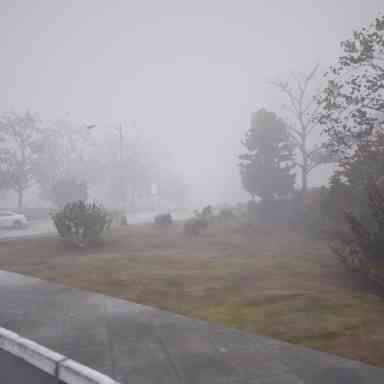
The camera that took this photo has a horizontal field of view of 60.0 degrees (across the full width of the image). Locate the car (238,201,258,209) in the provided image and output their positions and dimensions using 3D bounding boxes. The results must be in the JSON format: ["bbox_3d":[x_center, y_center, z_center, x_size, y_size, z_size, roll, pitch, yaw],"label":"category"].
[{"bbox_3d":[10.446,2.409,62.091,1.837,1.490,4.892,-3,-2,33],"label":"car"}]

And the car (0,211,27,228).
[{"bbox_3d":[-16.039,2.334,27.234,1.812,1.442,4.674,-3,-2,34],"label":"car"}]

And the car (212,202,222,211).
[{"bbox_3d":[5.021,2.318,53.557,1.837,1.490,4.892,-3,-2,32],"label":"car"}]

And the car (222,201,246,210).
[{"bbox_3d":[7.121,2.195,50.317,2.033,1.411,5.357,-3,-2,32],"label":"car"}]

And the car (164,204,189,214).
[{"bbox_3d":[-2.260,2.474,48.847,1.994,1.385,4.181,-3,-2,32],"label":"car"}]

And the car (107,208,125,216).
[{"bbox_3d":[-9.747,2.436,36.958,1.895,1.301,4.718,-3,-2,33],"label":"car"}]
